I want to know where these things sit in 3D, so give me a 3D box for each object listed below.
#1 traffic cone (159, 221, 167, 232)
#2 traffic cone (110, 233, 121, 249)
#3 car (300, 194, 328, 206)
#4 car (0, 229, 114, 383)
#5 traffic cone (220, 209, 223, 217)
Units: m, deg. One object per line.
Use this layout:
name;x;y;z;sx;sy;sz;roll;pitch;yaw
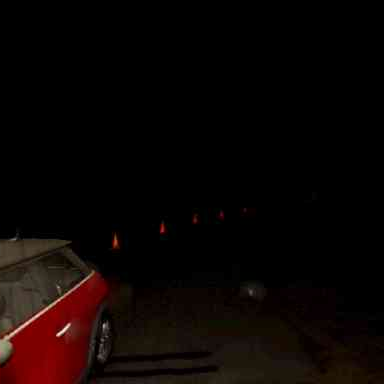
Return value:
traffic cone;-1.577;1.845;17.886;0.340;0.580;0.340;0;1;18
traffic cone;-2.953;1.888;12.859;0.340;0.580;0.340;0;0;13
car;15.884;0.948;43.093;4.674;1.442;1.812;-1;1;-42
car;-2.218;1.339;2.620;2.097;1.767;4.553;0;0;4
traffic cone;2.454;1.720;27.490;0.340;0.580;0.340;0;1;28
